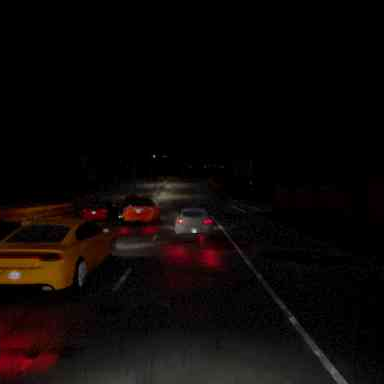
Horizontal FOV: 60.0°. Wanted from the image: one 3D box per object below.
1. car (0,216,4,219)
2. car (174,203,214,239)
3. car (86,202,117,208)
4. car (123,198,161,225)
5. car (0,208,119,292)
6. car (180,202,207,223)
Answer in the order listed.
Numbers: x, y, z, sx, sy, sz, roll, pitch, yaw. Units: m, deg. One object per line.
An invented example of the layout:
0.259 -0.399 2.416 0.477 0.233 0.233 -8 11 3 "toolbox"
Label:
-6.899 1.434 10.597 2.128 1.511 4.902 0 0 0 "car"
0.096 1.436 16.558 1.812 1.442 4.674 0 0 0 "car"
-6.901 1.426 25.405 1.994 1.385 4.181 0 0 0 "car"
-3.401 1.227 23.207 2.097 1.767 4.553 0 0 0 "car"
-3.399 1.430 8.854 1.882 1.535 5.008 0 0 0 "car"
0.099 1.464 25.446 1.895 1.301 4.718 0 0 0 "car"
